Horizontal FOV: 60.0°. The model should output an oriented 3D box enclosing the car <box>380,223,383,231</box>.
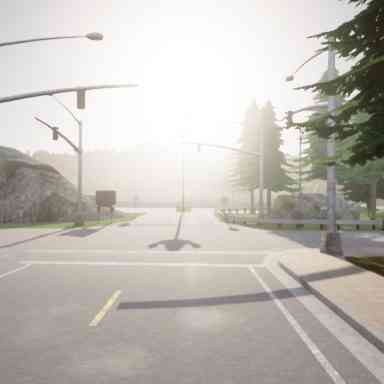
[{"bbox_3d":[15.040,2.052,21.130,5.357,1.411,2.033,0,-1,-2],"label":"car"}]
